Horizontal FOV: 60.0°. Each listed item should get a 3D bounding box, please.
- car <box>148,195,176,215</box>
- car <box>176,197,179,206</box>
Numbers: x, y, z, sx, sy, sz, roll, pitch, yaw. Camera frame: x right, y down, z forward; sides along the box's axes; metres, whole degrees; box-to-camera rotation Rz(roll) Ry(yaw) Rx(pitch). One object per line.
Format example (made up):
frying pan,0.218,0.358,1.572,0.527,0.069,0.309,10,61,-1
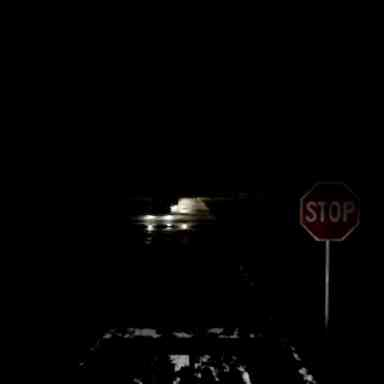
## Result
car,-2.756,1.182,30.036,1.882,1.535,5.008,0,2,0
car,-2.754,1.082,43.010,1.994,1.385,4.181,0,1,0
